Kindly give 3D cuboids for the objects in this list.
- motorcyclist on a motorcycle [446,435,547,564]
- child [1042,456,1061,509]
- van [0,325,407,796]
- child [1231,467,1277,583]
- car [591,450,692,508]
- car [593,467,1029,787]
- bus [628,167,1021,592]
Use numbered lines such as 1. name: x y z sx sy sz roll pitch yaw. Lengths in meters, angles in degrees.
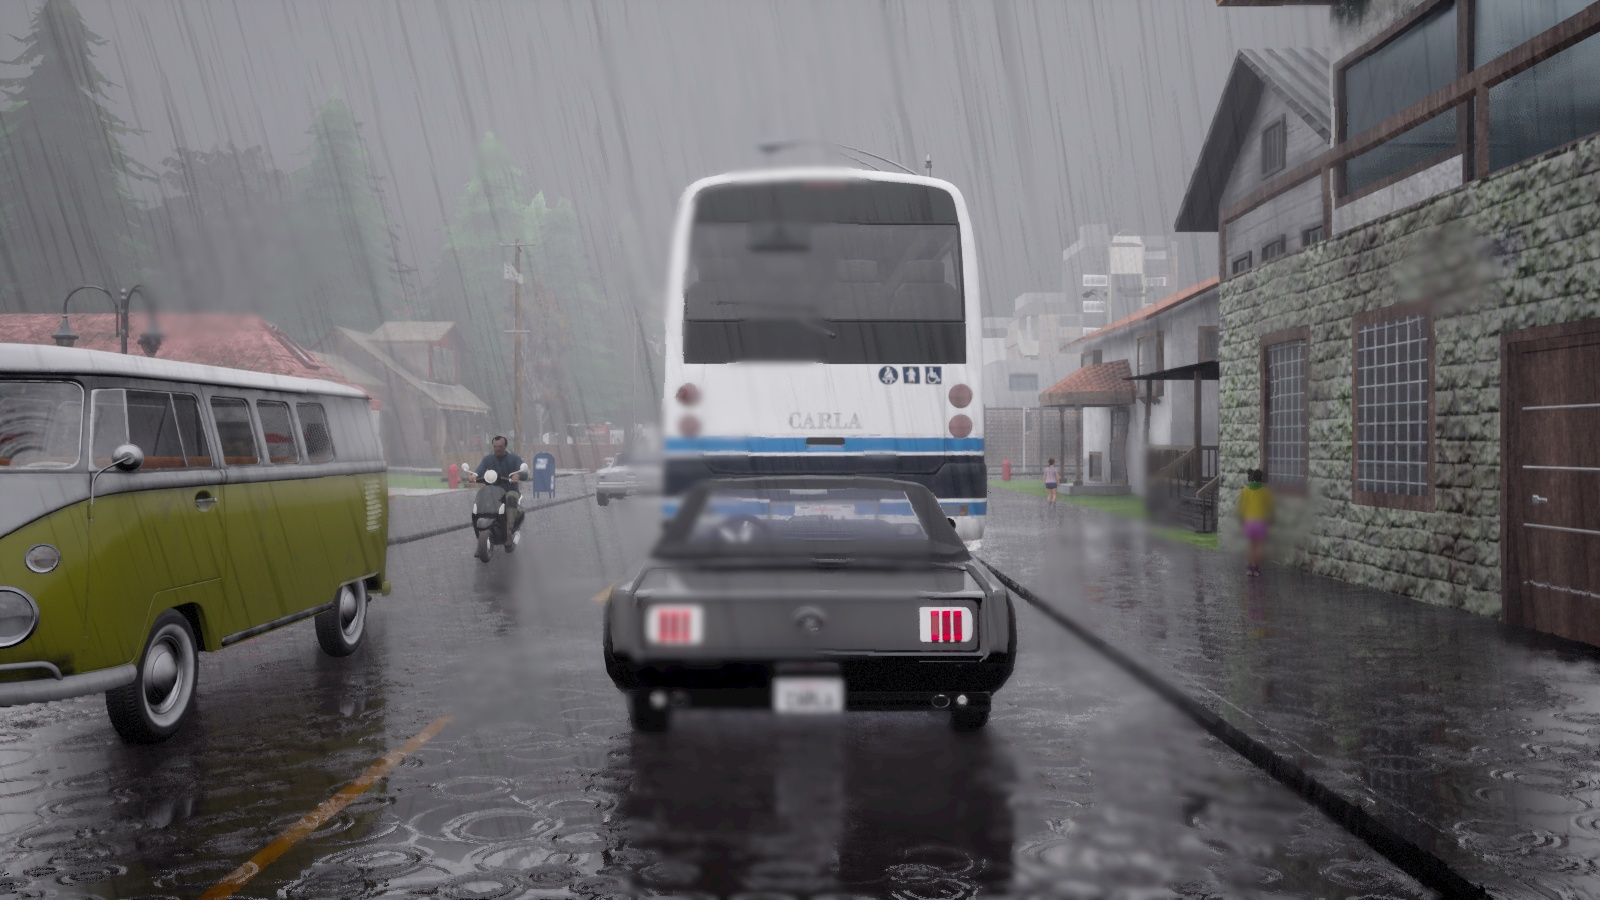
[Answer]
1. motorcyclist on a motorcycle: -3.907 0.605 16.322 0.866 1.590 1.817 0 0 0
2. child: 5.351 0.690 26.712 0.255 1.110 0.394 0 0 38
3. van: -3.948 0.454 7.526 1.775 1.987 4.442 0 0 0
4. child: 4.713 0.766 13.021 0.299 1.160 0.473 0 0 40
5. car: -3.838 0.668 31.108 1.895 1.301 4.718 0 0 0
6. car: 0.053 0.803 7.818 1.895 1.301 4.718 0 0 0
7. bus: 0.139 -0.730 17.748 3.944 4.253 10.273 0 0 -1
